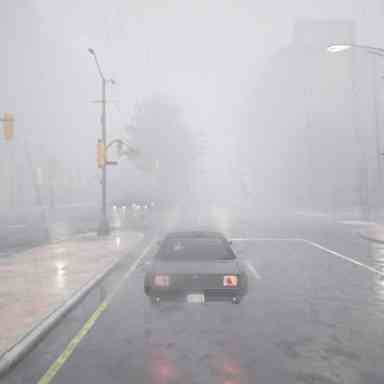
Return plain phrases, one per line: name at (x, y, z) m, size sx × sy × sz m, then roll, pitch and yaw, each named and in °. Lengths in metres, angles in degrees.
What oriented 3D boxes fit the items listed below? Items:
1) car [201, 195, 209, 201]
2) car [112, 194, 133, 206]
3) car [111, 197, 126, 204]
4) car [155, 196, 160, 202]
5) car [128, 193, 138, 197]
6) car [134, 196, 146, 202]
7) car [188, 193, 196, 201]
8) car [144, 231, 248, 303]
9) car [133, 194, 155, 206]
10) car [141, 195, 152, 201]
car at (3.495, 1.595, 86.948) m, size 1.895 × 1.301 × 4.718 m, roll 0°, pitch 0°, yaw 0°
car at (-11.591, 1.526, 55.076) m, size 1.812 × 1.442 × 4.674 m, roll 0°, pitch 0°, yaw 0°
car at (-14.753, 1.595, 66.783) m, size 1.895 × 1.301 × 4.718 m, roll 0°, pitch 0°, yaw 0°
car at (-8.033, 1.564, 65.712) m, size 1.994 × 1.385 × 4.181 m, roll 0°, pitch 0°, yaw 1°
car at (-11.541, 1.221, 64.489) m, size 2.150 × 2.045 × 5.566 m, roll 0°, pitch 0°, yaw 1°
car at (-11.504, 1.553, 74.373) m, size 1.994 × 1.385 × 4.181 m, roll 0°, pitch 0°, yaw 0°
car at (-0.005, 1.540, 85.770) m, size 2.033 × 1.411 × 5.357 m, roll 0°, pitch 0°, yaw 0°
car at (0.074, 1.601, 8.130) m, size 1.895 × 1.301 × 4.718 m, roll 0°, pitch 0°, yaw 0°
car at (-8.091, 1.547, 56.476) m, size 2.033 × 1.411 × 5.357 m, roll 0°, pitch 0°, yaw 0°
car at (-11.504, 1.525, 84.606) m, size 2.128 × 1.511 × 4.902 m, roll 0°, pitch 0°, yaw 0°
